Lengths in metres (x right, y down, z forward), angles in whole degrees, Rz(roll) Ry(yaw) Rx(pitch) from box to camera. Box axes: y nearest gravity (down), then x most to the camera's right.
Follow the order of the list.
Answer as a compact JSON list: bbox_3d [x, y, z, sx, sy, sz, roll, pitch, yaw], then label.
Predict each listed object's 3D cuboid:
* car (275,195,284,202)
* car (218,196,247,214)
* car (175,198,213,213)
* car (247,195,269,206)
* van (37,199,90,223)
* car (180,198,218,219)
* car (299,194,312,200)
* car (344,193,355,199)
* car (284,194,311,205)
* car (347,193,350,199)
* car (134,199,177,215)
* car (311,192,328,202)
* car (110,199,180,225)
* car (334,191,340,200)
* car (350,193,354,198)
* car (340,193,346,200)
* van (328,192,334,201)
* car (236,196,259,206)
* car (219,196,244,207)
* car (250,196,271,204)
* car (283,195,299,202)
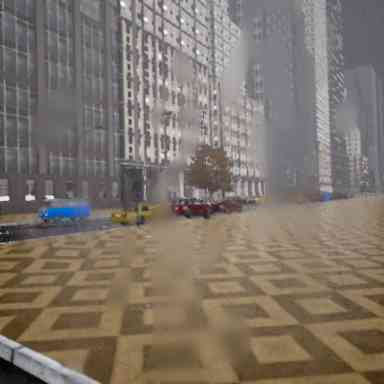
[{"bbox_3d":[18.374,1.248,67.569,1.967,1.590,4.097,-2,-1,34],"label":"car"},{"bbox_3d":[3.085,1.344,30.737,1.802,1.307,4.206,-2,-1,34],"label":"car"},{"bbox_3d":[0.297,1.442,36.271,1.812,1.442,4.674,-2,-1,34],"label":"car"},{"bbox_3d":[10.008,1.215,50.423,1.882,1.535,5.008,-2,-1,34],"label":"car"},{"bbox_3d":[-9.892,1.424,25.907,1.690,1.788,3.998,-2,-1,34],"label":"van"},{"bbox_3d":[-0.054,1.235,26.117,1.967,1.590,4.097,-2,-1,34],"label":"car"},{"bbox_3d":[27.798,1.271,81.455,1.887,1.381,4.507,-2,-1,34],"label":"car"},{"bbox_3d":[40.825,0.967,86.112,2.008,1.369,4.403,-2,-1,34],"label":"car"},{"bbox_3d":[15.729,1.163,49.357,1.752,1.417,4.829,-2,-1,34],"label":"car"},{"bbox_3d":[34.555,1.033,76.869,1.947,1.339,4.313,-2,-1,34],"label":"car"},{"bbox_3d":[-3.703,1.543,35.023,1.752,1.417,4.829,-2,-1,34],"label":"car"},{"bbox_3d":[21.908,1.020,58.455,1.967,1.590,4.097,-2,-1,34],"label":"car"},{"bbox_3d":[-3.092,1.352,21.635,1.752,1.417,4.829,-2,-1,34],"label":"car"},{"bbox_3d":[28.222,0.963,67.669,1.967,1.590,4.097,-2,-1,34],"label":"car"},{"bbox_3d":[37.785,0.966,81.632,1.752,1.417,4.829,-2,-1,34],"label":"car"},{"bbox_3d":[31.376,0.811,72.276,2.192,1.841,5.009,-2,-1,34],"label":"car"},{"bbox_3d":[25.068,0.893,63.059,1.690,1.788,3.998,-2,-1,34],"label":"van"},{"bbox_3d":[8.955,1.438,53.680,1.887,1.381,4.507,-2,-1,34],"label":"car"},{"bbox_3d":[5.812,1.363,49.052,1.967,1.590,4.097,-2,-1,34],"label":"car"},{"bbox_3d":[12.095,1.415,58.309,2.008,1.369,4.403,-2,-1,34],"label":"car"},{"bbox_3d":[21.517,1.325,72.198,1.887,1.381,4.507,-2,-1,34],"label":"car"}]
